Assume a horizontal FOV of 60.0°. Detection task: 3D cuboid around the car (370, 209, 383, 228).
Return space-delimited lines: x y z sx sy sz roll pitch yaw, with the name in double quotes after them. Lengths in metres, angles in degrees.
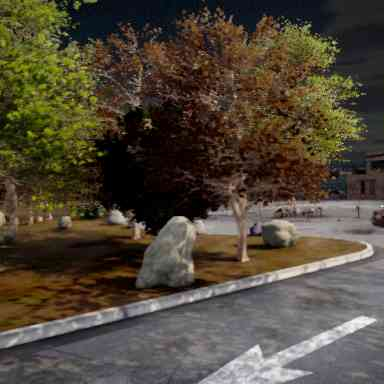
11.328 1.247 16.181 4.674 1.442 1.812 -2 1 20 "car"
